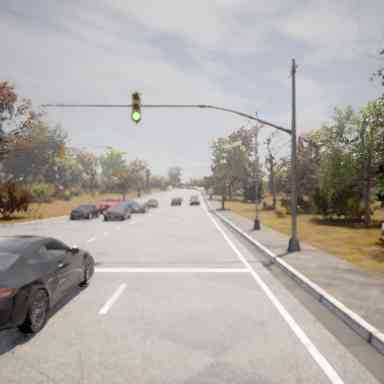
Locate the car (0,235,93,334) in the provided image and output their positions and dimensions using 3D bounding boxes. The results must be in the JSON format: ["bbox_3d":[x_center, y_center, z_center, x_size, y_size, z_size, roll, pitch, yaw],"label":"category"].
[{"bbox_3d":[-3.437,1.607,6.757,1.812,1.442,4.674,0,0,-1],"label":"car"}]

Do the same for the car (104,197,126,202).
[{"bbox_3d":[-10.295,1.731,42.979,2.150,2.045,5.566,0,-1,0],"label":"car"}]

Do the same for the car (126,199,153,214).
[{"bbox_3d":[-6.794,2.004,43.194,2.128,1.511,4.902,0,-1,1],"label":"car"}]

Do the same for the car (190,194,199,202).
[{"bbox_3d":[0.544,1.358,72.955,1.812,1.442,4.674,0,2,0],"label":"car"}]

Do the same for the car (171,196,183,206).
[{"bbox_3d":[-2.946,1.752,62.594,1.837,1.490,4.892,0,2,1],"label":"car"}]

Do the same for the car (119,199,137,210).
[{"bbox_3d":[-10.198,2.009,53.610,1.882,1.535,5.008,0,1,1],"label":"car"}]

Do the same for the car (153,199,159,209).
[{"bbox_3d":[-6.677,1.987,55.949,1.837,1.490,4.892,0,2,1],"label":"car"}]

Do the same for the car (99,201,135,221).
[{"bbox_3d":[-6.892,1.896,31.207,1.812,1.442,4.674,0,-1,0],"label":"car"}]

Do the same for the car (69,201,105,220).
[{"bbox_3d":[-10.380,1.891,32.603,1.837,1.490,4.892,0,-1,0],"label":"car"}]

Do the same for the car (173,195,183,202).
[{"bbox_3d":[-2.963,1.447,72.533,1.895,1.301,4.718,0,2,0],"label":"car"}]

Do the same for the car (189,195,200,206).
[{"bbox_3d":[0.559,1.827,63.076,1.895,1.301,4.718,0,2,0],"label":"car"}]
